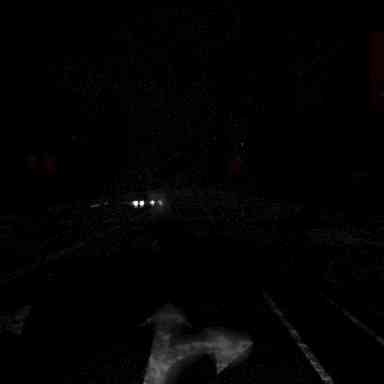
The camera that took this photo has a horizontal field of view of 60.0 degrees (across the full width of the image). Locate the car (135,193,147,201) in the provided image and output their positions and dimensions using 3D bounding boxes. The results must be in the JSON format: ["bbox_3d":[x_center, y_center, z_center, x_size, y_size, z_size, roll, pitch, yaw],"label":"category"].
[{"bbox_3d":[-9.730,0.915,63.865,2.128,1.511,4.902,0,1,0],"label":"car"}]

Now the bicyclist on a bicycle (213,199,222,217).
[{"bbox_3d":[2.260,1.408,29.625,0.866,1.612,1.509,0,1,0],"label":"bicyclist on a bicycle"}]

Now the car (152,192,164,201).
[{"bbox_3d":[-6.480,0.773,63.891,2.097,1.767,4.553,0,1,0],"label":"car"}]

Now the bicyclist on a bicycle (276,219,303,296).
[{"bbox_3d":[2.261,1.473,7.755,0.582,1.620,1.656,0,-1,0],"label":"bicyclist on a bicycle"}]

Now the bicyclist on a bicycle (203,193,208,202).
[{"bbox_3d":[2.249,0.985,56.972,0.866,1.612,1.509,0,1,0],"label":"bicyclist on a bicycle"}]
